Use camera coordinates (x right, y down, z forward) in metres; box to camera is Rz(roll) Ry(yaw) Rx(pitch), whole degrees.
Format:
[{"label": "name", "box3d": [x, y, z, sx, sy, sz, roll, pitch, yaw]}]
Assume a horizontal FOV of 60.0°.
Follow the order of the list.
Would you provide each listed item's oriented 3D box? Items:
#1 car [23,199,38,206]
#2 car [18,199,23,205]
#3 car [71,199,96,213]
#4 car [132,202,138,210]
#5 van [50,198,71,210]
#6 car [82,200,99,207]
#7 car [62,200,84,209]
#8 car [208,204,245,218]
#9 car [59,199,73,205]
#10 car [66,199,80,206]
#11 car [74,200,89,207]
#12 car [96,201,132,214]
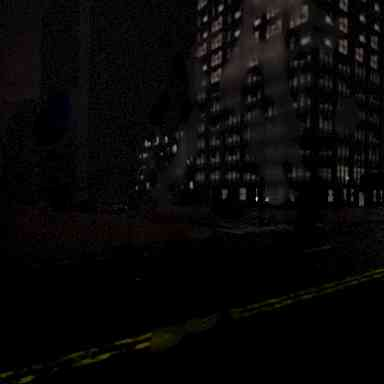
[{"label": "car", "box3d": [-33.421, 2.251, 69.506, 1.802, 1.307, 4.206, 1, -1, -36]}, {"label": "car", "box3d": [-40.087, 2.344, 78.608, 1.947, 1.339, 4.313, 1, -1, -36]}, {"label": "car", "box3d": [-13.425, 1.782, 42.200, 1.967, 1.590, 4.097, 1, -1, -36]}, {"label": "car", "box3d": [-9.992, 2.122, 51.693, 1.947, 1.339, 4.313, 1, -1, -36]}, {"label": "van", "box3d": [-20.091, 1.793, 51.304, 1.690, 1.788, 3.998, 1, -1, -36]}, {"label": "car", "box3d": [-19.992, 2.287, 65.350, 1.947, 1.339, 4.313, 1, -1, -36]}, {"label": "car", "box3d": [-19.909, 2.090, 55.619, 2.033, 1.411, 5.357, 1, -1, -36]}, {"label": "car", "box3d": [3.445, 1.888, 33.561, 2.008, 1.369, 4.403, 1, -1, -36]}, {"label": "car", "box3d": [-29.993, 2.449, 79.007, 1.947, 1.339, 4.313, 1, -1, -36]}, {"label": "car", "box3d": [-26.659, 2.269, 74.456, 1.967, 1.590, 4.097, 1, -1, -36]}, {"label": "car", "box3d": [-23.326, 2.357, 69.902, 1.802, 1.307, 4.206, 1, -1, -36]}, {"label": "car", "box3d": [-9.842, 1.844, 41.714, 1.882, 1.535, 5.008, 1, -1, -36]}]
